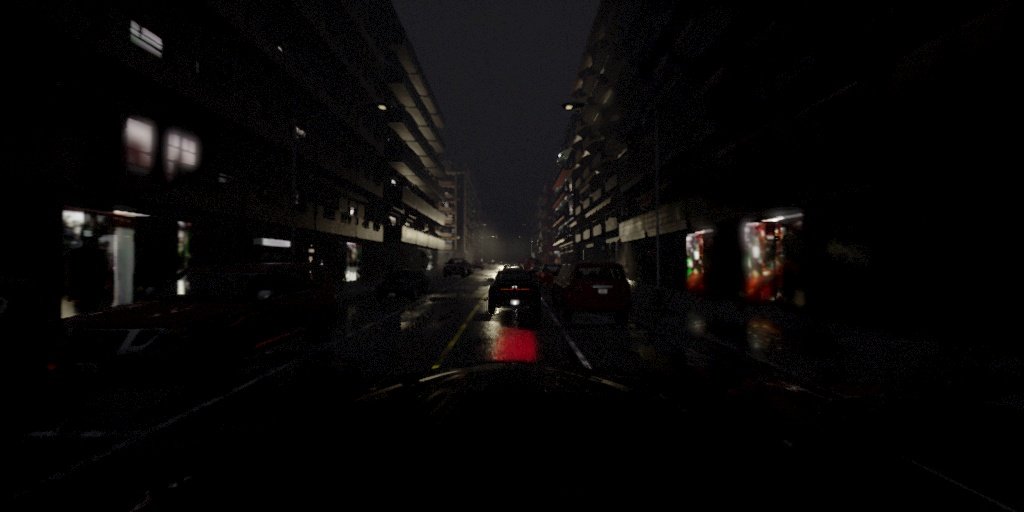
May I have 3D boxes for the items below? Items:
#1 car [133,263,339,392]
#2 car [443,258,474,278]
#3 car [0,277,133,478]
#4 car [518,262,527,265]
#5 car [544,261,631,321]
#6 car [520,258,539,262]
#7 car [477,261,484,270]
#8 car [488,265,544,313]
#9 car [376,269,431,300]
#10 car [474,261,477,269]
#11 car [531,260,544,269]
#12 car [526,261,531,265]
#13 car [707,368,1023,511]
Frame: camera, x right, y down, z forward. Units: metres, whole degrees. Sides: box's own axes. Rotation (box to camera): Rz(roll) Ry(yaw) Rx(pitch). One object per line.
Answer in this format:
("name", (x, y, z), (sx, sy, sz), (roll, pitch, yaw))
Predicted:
("car", (-5.315, 1.071, 6.984), (2.192, 1.841, 5.009), (0, 0, 0))
("car", (-5.322, 1.133, 34.634), (2.192, 1.841, 5.009), (0, 0, 0))
("car", (-5.314, 1.064, 1.454), (2.192, 1.841, 5.009), (0, 0, 0))
("car", (0.095, 1.412, 32.047), (1.895, 1.301, 4.718), (0, 0, 0))
("car", (2.532, 1.080, 12.456), (2.192, 1.841, 5.009), (0, 0, 0))
("car", (2.524, 1.172, 45.643), (2.192, 1.841, 5.009), (0, 0, 0))
("car", (-5.327, 1.486, 56.759), (1.802, 1.307, 4.207), (0, 0, 0))
("car", (0.097, 1.273, 14.150), (1.837, 1.490, 4.892), (0, 0, 0))
("car", (-5.318, 1.341, 18.046), (1.948, 1.339, 4.313), (0, 0, 0))
("car", (-5.323, 1.382, 40.166), (1.888, 1.381, 4.507), (0, 0, 0))
("car", (2.529, 1.228, 23.519), (1.967, 1.591, 4.097), (0, 0, 0))
("car", (2.526, 1.401, 34.581), (1.802, 1.307, 4.207), (0, 0, 0))
("car", (2.576, 1.190, 1.395), (1.967, 1.591, 4.097), (0, 0, 0))
